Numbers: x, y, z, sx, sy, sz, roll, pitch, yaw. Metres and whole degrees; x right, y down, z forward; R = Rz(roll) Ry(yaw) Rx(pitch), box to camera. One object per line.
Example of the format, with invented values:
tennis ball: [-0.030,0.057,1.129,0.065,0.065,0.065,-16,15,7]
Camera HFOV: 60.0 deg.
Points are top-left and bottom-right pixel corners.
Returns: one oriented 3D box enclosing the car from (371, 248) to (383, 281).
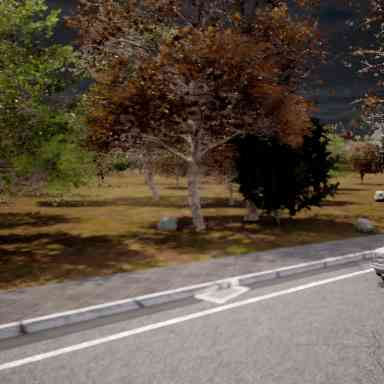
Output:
car: [6.541,1.549,8.225,4.718,1.301,1.895,-1,1,-32]
